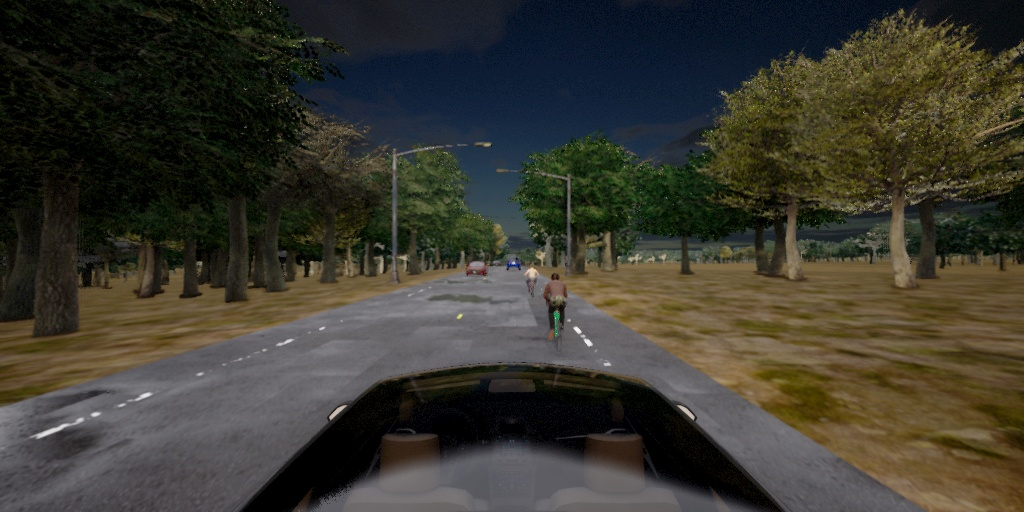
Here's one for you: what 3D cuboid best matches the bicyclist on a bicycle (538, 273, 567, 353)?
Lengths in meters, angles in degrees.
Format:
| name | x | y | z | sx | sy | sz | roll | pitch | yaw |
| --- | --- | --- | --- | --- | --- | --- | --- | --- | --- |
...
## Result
| name | x | y | z | sx | sy | sz | roll | pitch | yaw |
| --- | --- | --- | --- | --- | --- | --- | --- | --- | --- |
| bicyclist on a bicycle | 0.973 | 1.205 | 7.904 | 0.582 | 1.620 | 1.656 | 0 | 0 | 0 |

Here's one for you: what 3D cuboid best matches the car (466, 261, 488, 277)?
| name | x | y | z | sx | sy | sz | roll | pitch | yaw |
| --- | --- | --- | --- | --- | --- | --- | --- | --- | --- |
| car | -3.513 | 1.282 | 36.438 | 1.882 | 1.535 | 5.008 | 0 | 0 | 0 |

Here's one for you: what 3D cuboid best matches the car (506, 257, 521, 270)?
| name | x | y | z | sx | sy | sz | roll | pitch | yaw |
| --- | --- | --- | --- | --- | --- | --- | --- | --- | --- |
| car | 0.249 | 1.210 | 58.385 | 2.150 | 2.045 | 5.566 | 0 | 0 | 0 |

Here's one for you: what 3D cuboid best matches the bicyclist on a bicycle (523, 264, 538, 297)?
| name | x | y | z | sx | sy | sz | roll | pitch | yaw |
| --- | --- | --- | --- | --- | --- | --- | --- | --- | --- |
| bicyclist on a bicycle | 0.986 | 1.194 | 17.836 | 0.866 | 1.612 | 1.509 | 0 | 0 | 0 |
